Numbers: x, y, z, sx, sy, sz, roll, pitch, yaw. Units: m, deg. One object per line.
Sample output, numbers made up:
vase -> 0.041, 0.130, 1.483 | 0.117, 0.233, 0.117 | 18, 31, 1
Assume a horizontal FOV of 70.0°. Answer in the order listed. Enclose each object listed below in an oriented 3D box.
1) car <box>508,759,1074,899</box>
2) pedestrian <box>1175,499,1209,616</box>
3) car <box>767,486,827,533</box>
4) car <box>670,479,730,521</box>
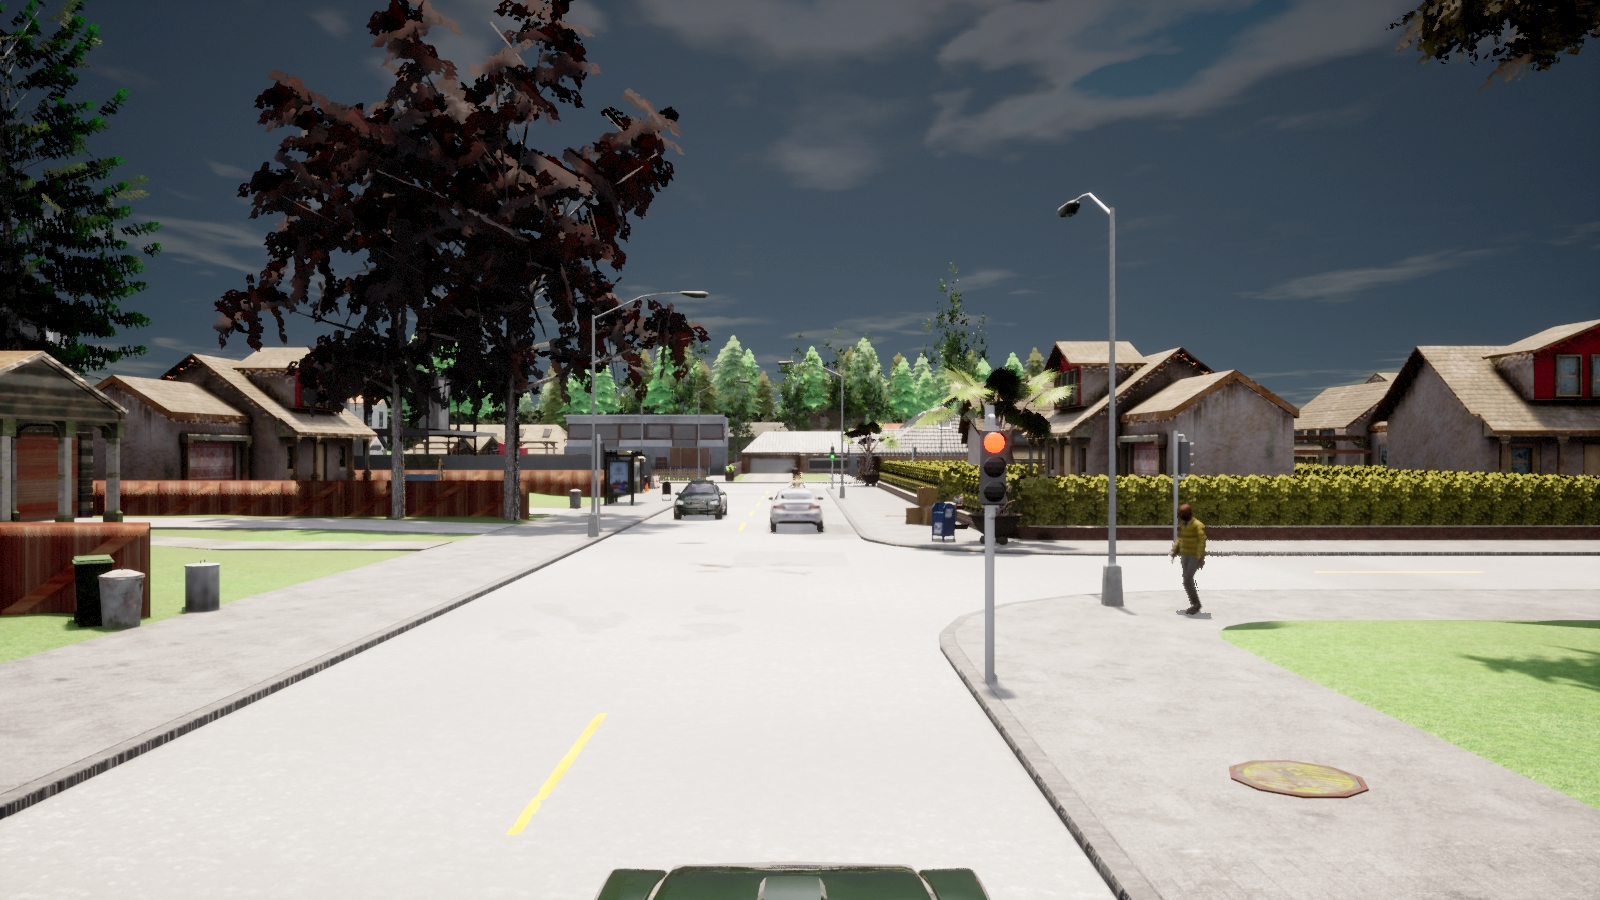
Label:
car -> -0.028, 2.155, 3.193 | 1.895, 1.301, 4.718 | 0, 0, 0
pedestrian -> 6.379, 1.743, 18.583 | 0.375, 1.860, 0.375 | 0, 0, -20
car -> -0.135, 2.082, 40.778 | 2.002, 1.442, 4.674 | 0, 0, -1
car -> -4.107, 2.038, 47.608 | 2.038, 1.542, 4.974 | 0, 0, 0
